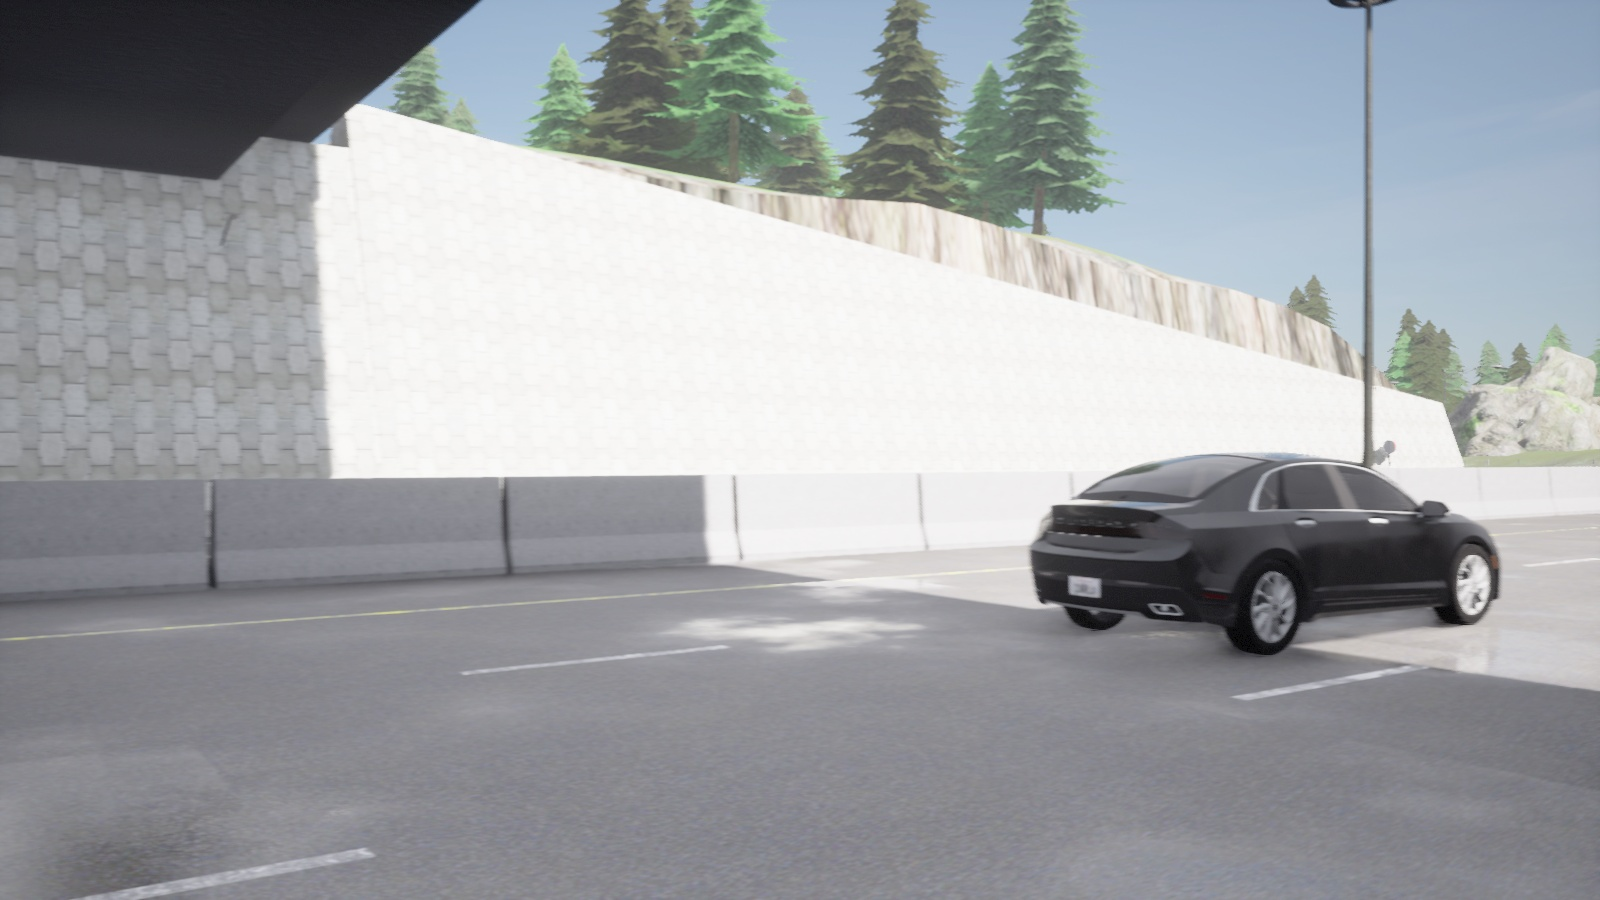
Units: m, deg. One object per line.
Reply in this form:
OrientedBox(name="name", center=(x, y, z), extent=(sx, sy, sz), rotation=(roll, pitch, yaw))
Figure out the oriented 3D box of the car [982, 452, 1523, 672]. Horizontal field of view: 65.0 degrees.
OrientedBox(name="car", center=(3.996, 0.768, 10.704), extent=(4.892, 1.490, 1.837), rotation=(0, 0, -35))
